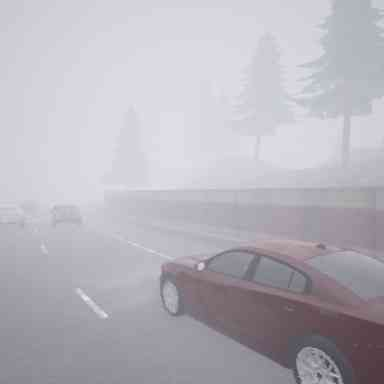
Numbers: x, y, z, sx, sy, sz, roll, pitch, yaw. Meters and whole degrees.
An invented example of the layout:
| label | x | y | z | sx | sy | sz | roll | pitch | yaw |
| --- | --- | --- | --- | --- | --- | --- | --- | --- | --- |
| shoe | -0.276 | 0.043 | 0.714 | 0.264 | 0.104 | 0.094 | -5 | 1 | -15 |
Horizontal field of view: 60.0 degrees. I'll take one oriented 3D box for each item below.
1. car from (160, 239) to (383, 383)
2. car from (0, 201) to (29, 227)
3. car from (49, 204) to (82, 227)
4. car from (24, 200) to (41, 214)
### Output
| label | x | y | z | sx | sy | sz | roll | pitch | yaw |
| --- | --- | --- | --- | --- | --- | --- | --- | --- | --- |
| car | 1.277 | 1.471 | 5.131 | 1.882 | 1.535 | 5.008 | 0 | 0 | -34 |
| car | -12.176 | 1.549 | 22.210 | 1.812 | 1.442 | 4.674 | 0 | -1 | -25 |
| car | -8.839 | 1.560 | 23.212 | 2.033 | 1.411 | 5.357 | 0 | 0 | -25 |
| car | -17.573 | 1.578 | 36.069 | 2.033 | 1.411 | 5.357 | 0 | 0 | -18 |
